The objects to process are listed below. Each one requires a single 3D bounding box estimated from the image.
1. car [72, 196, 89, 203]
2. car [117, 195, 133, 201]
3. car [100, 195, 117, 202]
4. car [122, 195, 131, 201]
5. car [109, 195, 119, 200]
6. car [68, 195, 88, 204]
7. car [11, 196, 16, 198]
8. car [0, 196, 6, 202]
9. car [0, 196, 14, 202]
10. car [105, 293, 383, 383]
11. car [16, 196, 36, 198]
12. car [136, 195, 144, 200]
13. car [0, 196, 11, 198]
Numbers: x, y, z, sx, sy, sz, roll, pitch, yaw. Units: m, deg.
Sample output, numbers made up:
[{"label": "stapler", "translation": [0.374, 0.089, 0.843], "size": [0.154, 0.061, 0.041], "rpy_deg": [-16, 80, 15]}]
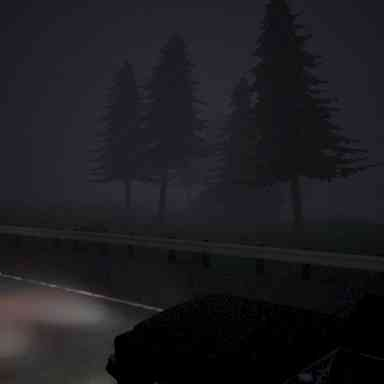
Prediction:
[{"label": "car", "translation": [-24.372, 1.524, 72.888], "size": [1.812, 1.442, 4.674], "rpy_deg": [0, 0, 2]}, {"label": "car", "translation": [-13.970, 1.524, 71.215], "size": [1.812, 1.442, 4.674], "rpy_deg": [0, 0, 2]}, {"label": "car", "translation": [-17.486, 1.500, 71.087], "size": [1.837, 1.490, 4.892], "rpy_deg": [0, 0, 2]}, {"label": "car", "translation": [-17.701, 1.539, 90.238], "size": [2.033, 1.411, 5.357], "rpy_deg": [0, 0, -9]}, {"label": "car", "translation": [-21.323, 1.539, 91.068], "size": [2.033, 1.411, 5.357], "rpy_deg": [0, 0, -9]}, {"label": "car", "translation": [-22.028, 1.352, 64.267], "size": [2.097, 1.767, 4.553], "rpy_deg": [0, 0, 10]}, {"label": "car", "translation": [-38.495, 1.525, 72.123], "size": [2.128, 1.511, 4.902], "rpy_deg": [0, 0, 10]}, {"label": "car", "translation": [-45.148, 1.551, 76.365], "size": [1.994, 1.385, 4.181], "rpy_deg": [0, 0, 6]}, {"label": "car", "translation": [-41.829, 1.595, 73.838], "size": [1.895, 1.301, 4.718], "rpy_deg": [0, 0, 6]}, {"label": "car", "translation": [1.484, 1.601, 2.710], "size": [4.718, 1.301, 1.895], "rpy_deg": [0, 0, 35]}, {"label": "car", "translation": [-34.969, 1.539, 72.015], "size": [2.033, 1.411, 5.357], "rpy_deg": [0, 0, 6]}, {"label": "car", "translation": [-14.077, 1.524, 89.386], "size": [1.812, 1.442, 4.674], "rpy_deg": [0, 0, -9]}, {"label": "car", "translation": [-36.920, 1.525, 61.900], "size": [2.128, 1.511, 4.902], "rpy_deg": [0, 0, 17]}]
